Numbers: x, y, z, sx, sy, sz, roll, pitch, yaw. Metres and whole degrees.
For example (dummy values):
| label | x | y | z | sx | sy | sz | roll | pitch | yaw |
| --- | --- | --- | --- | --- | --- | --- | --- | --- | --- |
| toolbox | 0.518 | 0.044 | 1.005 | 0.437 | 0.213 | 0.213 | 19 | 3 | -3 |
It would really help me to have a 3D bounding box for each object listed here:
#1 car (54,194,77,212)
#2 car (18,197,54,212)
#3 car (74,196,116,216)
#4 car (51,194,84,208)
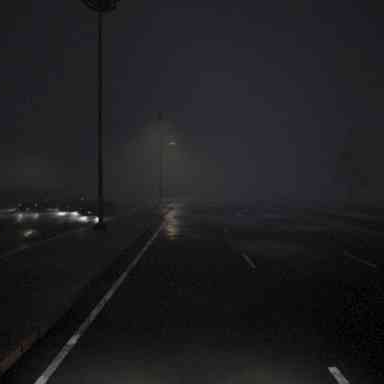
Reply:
| label | x | y | z | sx | sy | sz | roll | pitch | yaw |
| --- | --- | --- | --- | --- | --- | --- | --- | --- | --- |
| car | -11.483 | 1.171 | 32.695 | 1.994 | 1.385 | 4.181 | 0 | 1 | 1 |
| car | -14.985 | 1.206 | 32.586 | 1.895 | 1.301 | 4.718 | 0 | 1 | 1 |
| car | -8.019 | 1.202 | 28.753 | 2.033 | 1.411 | 5.357 | 0 | 1 | 1 |
| car | -14.963 | 1.006 | 40.237 | 2.128 | 1.511 | 4.902 | 0 | 1 | 0 |
